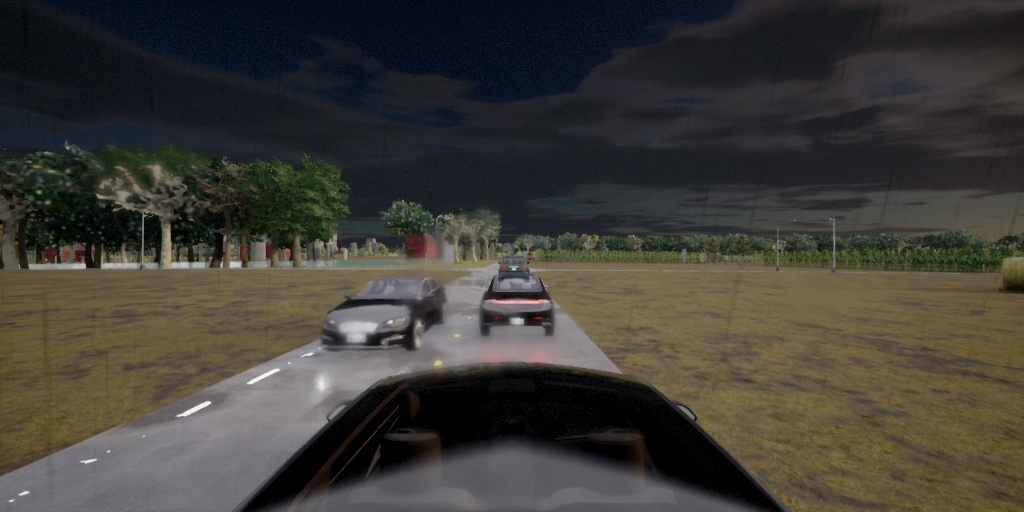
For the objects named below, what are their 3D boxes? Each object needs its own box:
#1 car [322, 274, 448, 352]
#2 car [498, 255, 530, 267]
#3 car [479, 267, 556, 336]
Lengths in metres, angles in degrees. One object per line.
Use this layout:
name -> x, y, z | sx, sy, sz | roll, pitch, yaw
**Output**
car -> -2.840, 1.241, 9.014 | 2.128, 1.511, 4.902 | 0, 0, 0
car -> 0.135, 0.966, 26.564 | 2.150, 2.045, 5.566 | 0, 0, 0
car -> 0.115, 1.241, 10.364 | 2.128, 1.511, 4.902 | 0, 0, 0
